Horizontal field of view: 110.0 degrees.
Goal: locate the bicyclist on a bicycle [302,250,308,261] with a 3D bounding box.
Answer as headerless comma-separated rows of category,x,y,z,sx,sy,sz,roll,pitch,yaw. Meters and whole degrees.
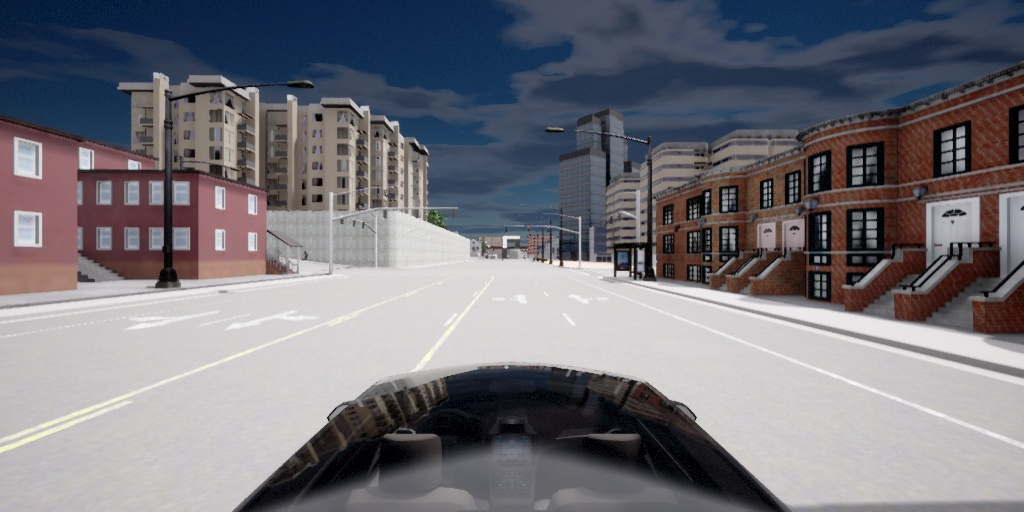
bicyclist on a bicycle,-30.740,0.001,53.353,0.582,1.620,1.656,7,0,0
